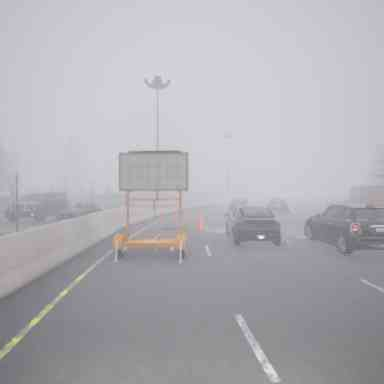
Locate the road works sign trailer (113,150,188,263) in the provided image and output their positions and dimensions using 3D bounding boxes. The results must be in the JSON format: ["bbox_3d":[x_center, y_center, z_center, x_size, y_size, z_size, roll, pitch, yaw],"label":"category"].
[{"bbox_3d":[-1.297,0.364,11.586,2.380,3.560,2.880,0,1,2],"label":"road works sign trailer"}]

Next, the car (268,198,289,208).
[{"bbox_3d":[8.399,1.267,32.652,1.994,1.385,4.181,0,0,13],"label":"car"}]

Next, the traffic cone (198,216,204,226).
[{"bbox_3d":[0.489,1.792,18.529,0.340,0.580,0.340,0,0,2],"label":"traffic cone"}]

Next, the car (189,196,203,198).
[{"bbox_3d":[1.239,0.800,63.195,2.097,1.767,4.553,0,1,29],"label":"car"}]

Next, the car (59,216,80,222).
[{"bbox_3d":[-7.587,1.376,22.658,1.994,1.385,4.181,0,0,6],"label":"car"}]

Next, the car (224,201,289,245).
[{"bbox_3d":[2.600,1.373,14.690,1.837,1.490,4.892,0,1,1],"label":"car"}]

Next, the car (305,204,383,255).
[{"bbox_3d":[6.062,1.231,12.840,2.097,1.767,4.553,0,0,-1],"label":"car"}]

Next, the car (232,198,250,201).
[{"bbox_3d":[4.705,1.276,32.161,1.994,1.385,4.181,0,0,12],"label":"car"}]
